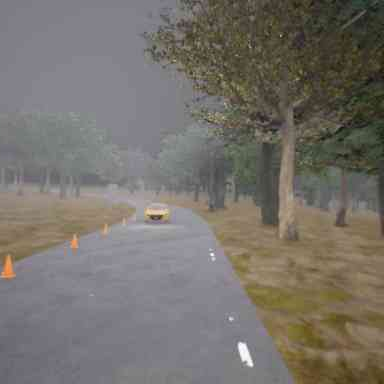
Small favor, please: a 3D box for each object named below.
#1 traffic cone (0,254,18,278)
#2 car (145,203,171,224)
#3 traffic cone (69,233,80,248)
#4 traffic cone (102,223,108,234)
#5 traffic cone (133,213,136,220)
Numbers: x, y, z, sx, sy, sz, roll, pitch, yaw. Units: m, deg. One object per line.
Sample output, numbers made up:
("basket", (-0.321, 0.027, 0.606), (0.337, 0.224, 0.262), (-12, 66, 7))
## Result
("traffic cone", (-4.933, 1.973, 8.958), (0.340, 0.580, 0.340), (1, -1, 0))
("car", (-2.790, 1.693, 27.557), (1.882, 1.535, 5.008), (1, 0, -2))
("traffic cone", (-4.922, 2.019, 13.958), (0.340, 0.580, 0.340), (1, -1, 0))
("traffic cone", (-4.911, 2.065, 18.958), (0.340, 0.580, 0.340), (1, -1, 0))
("traffic cone", (-5.003, 2.143, 28.841), (0.340, 0.580, 0.340), (1, 0, -2))
